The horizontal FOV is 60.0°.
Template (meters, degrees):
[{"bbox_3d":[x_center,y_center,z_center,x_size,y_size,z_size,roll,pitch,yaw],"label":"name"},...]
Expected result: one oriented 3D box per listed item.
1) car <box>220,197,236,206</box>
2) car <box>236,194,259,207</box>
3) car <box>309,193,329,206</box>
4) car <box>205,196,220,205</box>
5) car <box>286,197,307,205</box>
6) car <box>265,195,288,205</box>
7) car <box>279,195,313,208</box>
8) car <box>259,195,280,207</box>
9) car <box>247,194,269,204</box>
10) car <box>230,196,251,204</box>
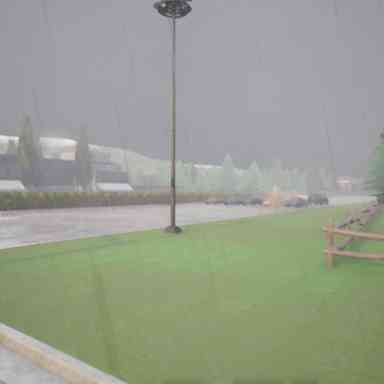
[{"bbox_3d":[6.854,1.438,53.096,1.994,1.385,4.181,0,0,37],"label":"car"},{"bbox_3d":[9.249,1.383,50.461,2.128,1.511,4.902,0,0,37],"label":"car"},{"bbox_3d":[20.390,1.150,53.868,2.150,2.045,5.566,0,0,36],"label":"car"},{"bbox_3d":[3.952,1.420,55.067,1.994,1.385,4.181,0,0,37],"label":"car"},{"bbox_3d":[17.572,1.511,55.947,1.895,1.301,4.718,0,0,36],"label":"car"},{"bbox_3d":[14.738,1.384,58.000,2.128,1.511,4.902,0,0,36],"label":"car"},{"bbox_3d":[14.350,1.475,45.595,2.033,1.411,5.357,0,0,37],"label":"car"},{"bbox_3d":[12.043,1.387,48.357,1.882,1.535,5.008,0,0,37],"label":"car"},{"bbox_3d":[11.904,1.227,60.053,2.097,1.767,4.553,0,0,36],"label":"car"},{"bbox_3d":[9.122,1.458,62.179,1.895,1.301,4.718,0,0,36],"label":"car"}]
